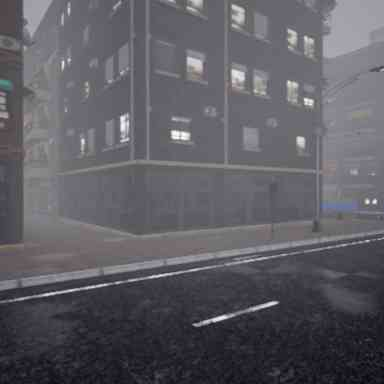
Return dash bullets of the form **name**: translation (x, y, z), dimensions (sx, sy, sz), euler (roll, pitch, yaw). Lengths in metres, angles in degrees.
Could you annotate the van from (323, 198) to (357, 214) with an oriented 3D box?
- **van**: translation (17.800, 1.637, 40.182), dimensions (1.690, 1.788, 3.998), euler (-1, 0, -36)
